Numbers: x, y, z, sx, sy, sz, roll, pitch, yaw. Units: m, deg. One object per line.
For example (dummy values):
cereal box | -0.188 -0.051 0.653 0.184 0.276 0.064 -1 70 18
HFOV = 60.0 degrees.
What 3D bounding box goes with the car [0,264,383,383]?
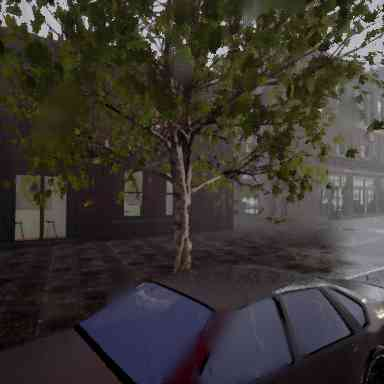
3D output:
car | 0.283 1.548 3.292 5.357 1.411 2.033 0 0 -36
